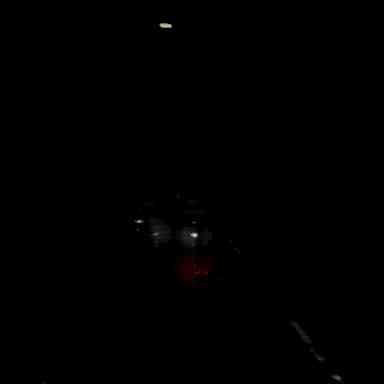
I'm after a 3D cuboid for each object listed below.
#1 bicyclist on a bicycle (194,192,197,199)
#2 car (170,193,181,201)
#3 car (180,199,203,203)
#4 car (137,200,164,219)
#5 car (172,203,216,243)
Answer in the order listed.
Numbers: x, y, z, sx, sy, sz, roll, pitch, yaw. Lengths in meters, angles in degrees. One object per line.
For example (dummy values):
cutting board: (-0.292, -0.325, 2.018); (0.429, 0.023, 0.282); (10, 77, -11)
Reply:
bicyclist on a bicycle: (0.961, 0.984, 91.134); (0.659, 1.776, 1.843); (0, 0, 0)
car: (-3.501, 1.057, 70.488); (2.097, 1.767, 4.553); (0, 0, 0)
car: (0.098, 1.422, 32.898); (1.882, 1.535, 5.008); (0, 0, 0)
car: (-3.600, 1.434, 29.236); (1.882, 1.535, 5.008); (0, 0, 0)
car: (0.097, 1.496, 15.935); (1.837, 1.490, 4.892); (0, 0, 0)
